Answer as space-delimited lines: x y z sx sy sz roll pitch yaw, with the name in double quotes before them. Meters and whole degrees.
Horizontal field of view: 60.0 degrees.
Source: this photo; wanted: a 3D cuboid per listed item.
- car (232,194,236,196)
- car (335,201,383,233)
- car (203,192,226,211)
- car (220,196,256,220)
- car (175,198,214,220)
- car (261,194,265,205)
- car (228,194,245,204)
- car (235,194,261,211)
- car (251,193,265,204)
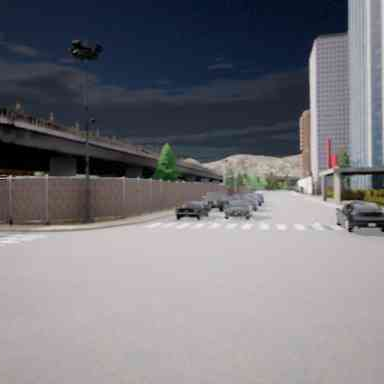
"car" 4.990 1.237 45.623 1.994 1.385 4.181 -1 0 15
"car" 9.110 1.279 18.114 1.837 1.490 4.892 -1 1 14
"car" 2.525 0.983 35.903 2.150 2.045 5.566 -1 0 15
"car" 3.735 1.304 26.265 1.837 1.490 4.892 -1 0 14
"car" 0.139 1.449 26.449 1.895 1.301 4.718 -1 0 15
"car" 8.346 1.109 44.650 1.882 1.535 5.008 -1 0 14
"car" 7.439 1.076 55.333 2.128 1.511 4.902 -1 0 15
"car" 5.970 1.222 35.219 1.837 1.490 4.892 -1 0 14
"car" 10.859 1.045 54.600 1.837 1.490 4.892 -1 1 15
